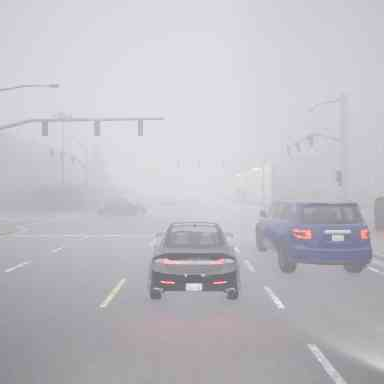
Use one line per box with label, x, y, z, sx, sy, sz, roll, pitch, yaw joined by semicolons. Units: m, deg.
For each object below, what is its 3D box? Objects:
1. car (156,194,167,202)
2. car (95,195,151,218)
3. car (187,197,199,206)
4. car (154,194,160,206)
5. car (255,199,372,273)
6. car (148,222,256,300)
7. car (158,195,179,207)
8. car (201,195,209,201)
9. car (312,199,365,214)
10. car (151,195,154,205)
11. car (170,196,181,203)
car;-6.992;1.355;76.460;2.097;1.767;4.553;0;0;0
car;-6.521;1.375;30.777;4.553;1.767;2.097;0;0;-28
car;0.095;1.563;56.005;1.994;1.385;4.181;0;0;0
car;-7.079;1.352;56.092;2.097;1.767;4.553;0;0;0
car;3.572;1.221;10.834;2.150;2.045;5.566;0;0;0
car;0.058;1.491;8.391;2.128;1.511;4.902;0;0;0
car;-3.581;1.547;51.885;2.033;1.411;5.357;0;0;0
car;3.509;1.525;88.823;2.128;1.511;4.902;0;0;0
car;15.586;1.560;35.628;4.892;1.490;1.837;0;0;0
car;-7.140;1.352;47.268;2.097;1.767;4.553;0;0;2
car;-3.493;1.539;71.880;2.033;1.411;5.357;0;0;0
